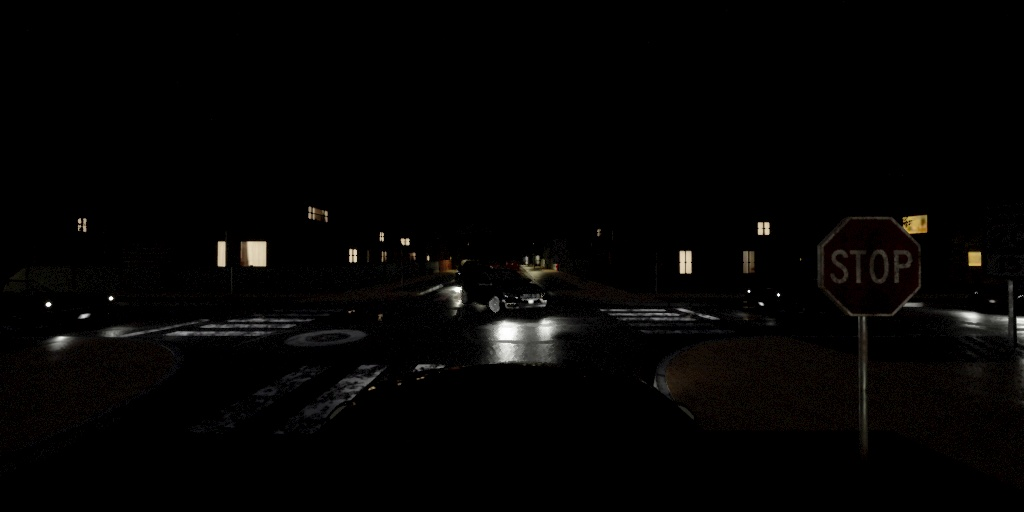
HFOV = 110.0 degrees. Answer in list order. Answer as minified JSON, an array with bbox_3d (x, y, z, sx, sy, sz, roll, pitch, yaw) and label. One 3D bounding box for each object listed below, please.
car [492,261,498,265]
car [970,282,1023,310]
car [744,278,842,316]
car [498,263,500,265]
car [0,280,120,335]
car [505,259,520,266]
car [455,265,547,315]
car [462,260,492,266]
[{"bbox_3d":[-2.829,1.175,37.172,2.097,1.767,4.553,0,0,0],"label":"car"},{"bbox_3d":[20.236,1.411,13.438,4.674,1.442,1.812,0,-1,-2],"label":"car"},{"bbox_3d":[11.273,1.440,13.149,4.718,1.301,1.895,0,-1,-3],"label":"car"},{"bbox_3d":[-2.785,1.420,52.261,1.812,1.442,4.674,0,0,0],"label":"car"},{"bbox_3d":[-13.627,1.279,9.490,4.718,1.301,1.895,0,-1,-3],"label":"car"},{"bbox_3d":[0.075,1.262,54.817,2.097,1.767,4.553,0,0,1],"label":"car"},{"bbox_3d":[-0.512,1.285,14.077,1.837,1.490,4.892,0,0,-28],"label":"car"},{"bbox_3d":[-2.839,1.140,26.181,2.097,1.767,4.553,0,0,0],"label":"car"}]
